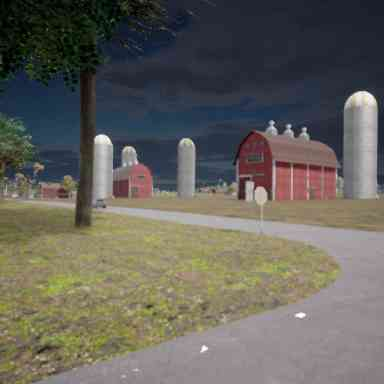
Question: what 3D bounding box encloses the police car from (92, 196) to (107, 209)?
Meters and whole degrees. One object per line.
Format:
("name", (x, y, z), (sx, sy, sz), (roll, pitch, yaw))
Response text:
("police car", (-12.425, 1.292, 42.043), (2.038, 1.542, 4.974), (1, -1, -35))
